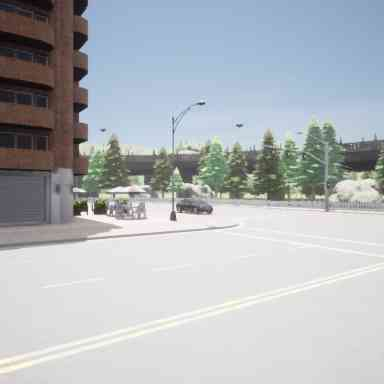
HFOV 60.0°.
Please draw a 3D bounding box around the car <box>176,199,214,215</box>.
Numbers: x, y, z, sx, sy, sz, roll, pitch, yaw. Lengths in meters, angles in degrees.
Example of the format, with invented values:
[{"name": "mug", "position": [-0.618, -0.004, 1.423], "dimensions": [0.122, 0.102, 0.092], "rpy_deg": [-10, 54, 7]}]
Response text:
[{"name": "car", "position": [0.215, 1.449, 33.960], "dimensions": [1.837, 1.490, 4.892], "rpy_deg": [0, 0, -36]}]
